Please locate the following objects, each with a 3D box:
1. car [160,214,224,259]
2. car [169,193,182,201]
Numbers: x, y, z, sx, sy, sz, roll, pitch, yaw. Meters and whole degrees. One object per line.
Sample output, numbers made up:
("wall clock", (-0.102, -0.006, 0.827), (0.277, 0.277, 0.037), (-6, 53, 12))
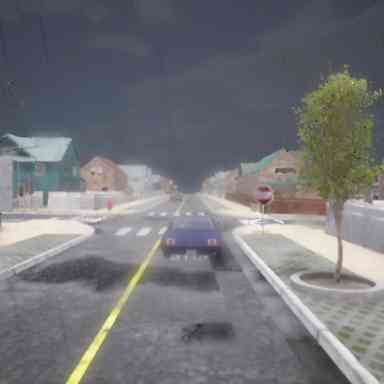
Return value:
("car", (0.096, 1.445, 11.891), (1.895, 1.301, 4.718), (0, 1, 3))
("car", (-2.812, 0.901, 56.919), (1.994, 1.385, 4.181), (0, 1, 0))
